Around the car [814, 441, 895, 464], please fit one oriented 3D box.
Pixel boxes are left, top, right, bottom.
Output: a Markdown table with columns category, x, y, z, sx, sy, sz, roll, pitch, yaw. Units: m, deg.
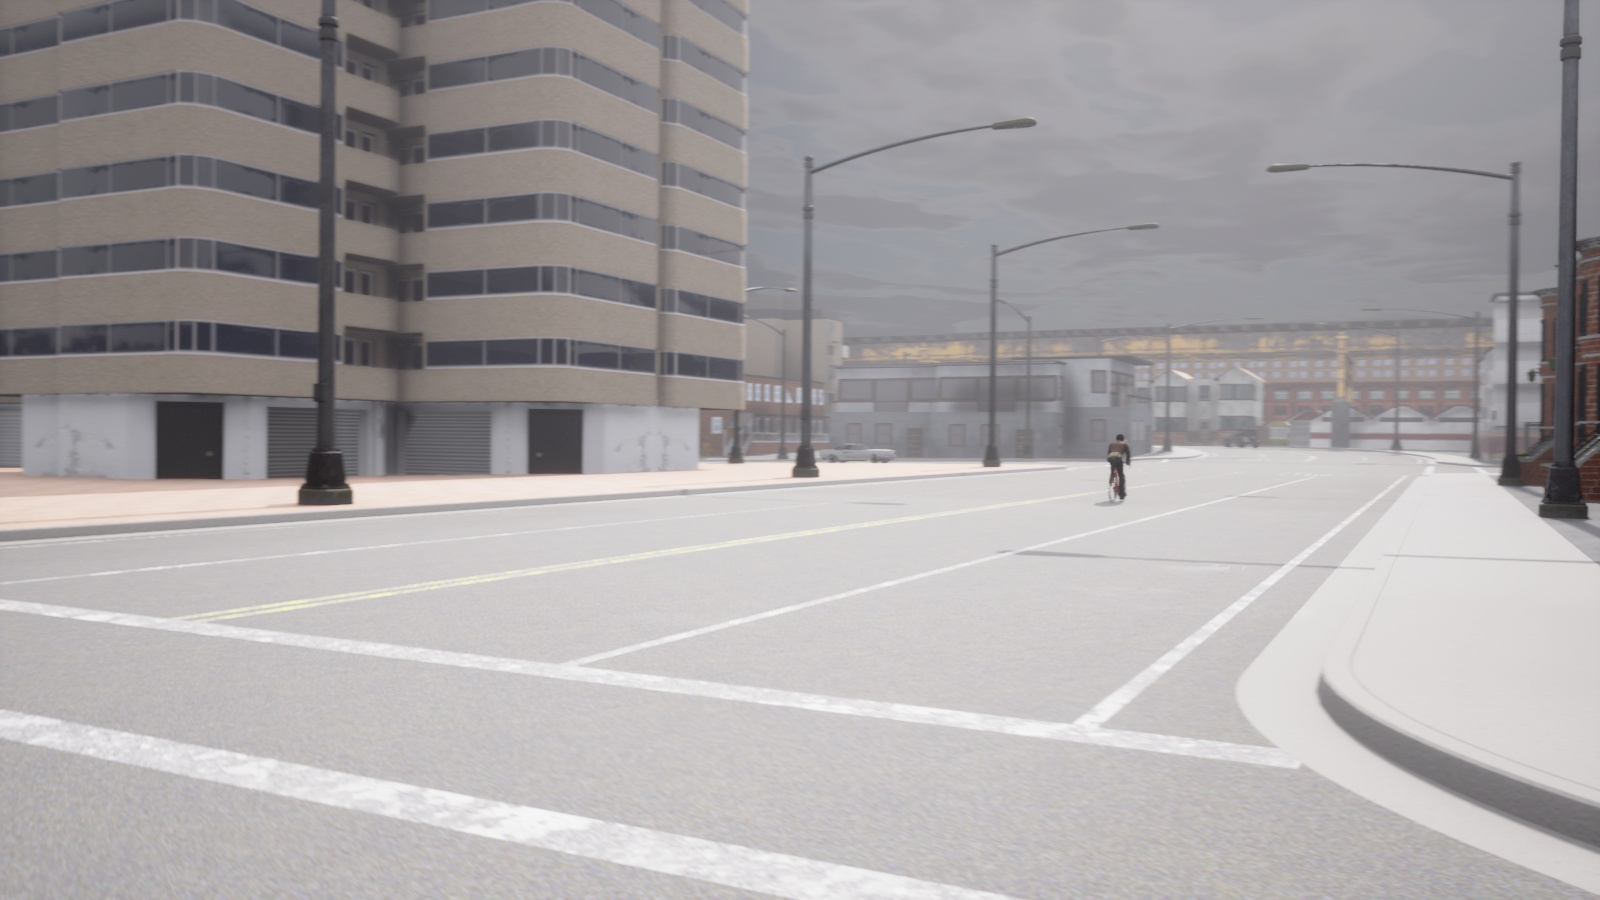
| category | x | y | z | sx | sy | sz | roll | pitch | yaw |
| --- | --- | --- | --- | --- | --- | --- | --- | --- | --- |
| car | 3.451 | 0.164 | 79.898 | 4.718 | 1.301 | 1.895 | -1 | 0 | 26 |

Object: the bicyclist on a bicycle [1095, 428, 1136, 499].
| category | x | y | z | sx | sy | sz | roll | pitch | yaw |
| --- | --- | --- | --- | --- | --- | --- | --- | --- | --- |
| bicyclist on a bicycle | 7.460 | 0.310 | 29.649 | 0.582 | 1.620 | 1.656 | 0 | 0 | 27 |
